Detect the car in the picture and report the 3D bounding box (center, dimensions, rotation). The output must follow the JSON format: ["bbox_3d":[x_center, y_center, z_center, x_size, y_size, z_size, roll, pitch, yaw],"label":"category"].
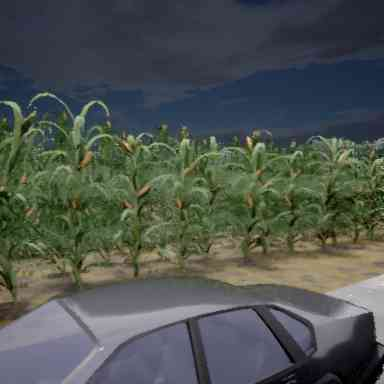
[{"bbox_3d":[-0.461,1.548,2.742,5.357,1.411,2.033,0,0,-36],"label":"car"}]
